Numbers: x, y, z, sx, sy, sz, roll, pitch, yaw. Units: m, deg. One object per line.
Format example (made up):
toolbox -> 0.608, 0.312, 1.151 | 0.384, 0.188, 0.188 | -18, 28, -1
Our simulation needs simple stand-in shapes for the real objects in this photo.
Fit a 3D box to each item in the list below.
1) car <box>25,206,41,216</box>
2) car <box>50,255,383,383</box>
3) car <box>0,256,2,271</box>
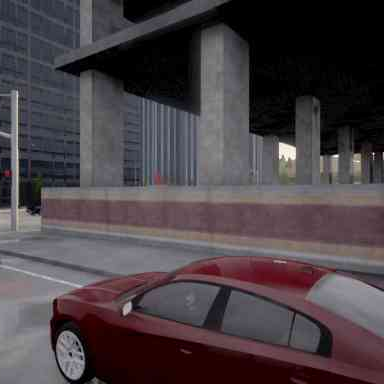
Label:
car -> -14.129, 1.656, 33.535 | 1.895, 1.301, 4.718 | 0, 0, 36
car -> 0.425, 1.478, 3.686 | 5.008, 1.535, 1.882 | 0, 0, 35
car -> -6.923, 1.564, 8.871 | 4.181, 1.385, 1.994 | 0, 0, 36
